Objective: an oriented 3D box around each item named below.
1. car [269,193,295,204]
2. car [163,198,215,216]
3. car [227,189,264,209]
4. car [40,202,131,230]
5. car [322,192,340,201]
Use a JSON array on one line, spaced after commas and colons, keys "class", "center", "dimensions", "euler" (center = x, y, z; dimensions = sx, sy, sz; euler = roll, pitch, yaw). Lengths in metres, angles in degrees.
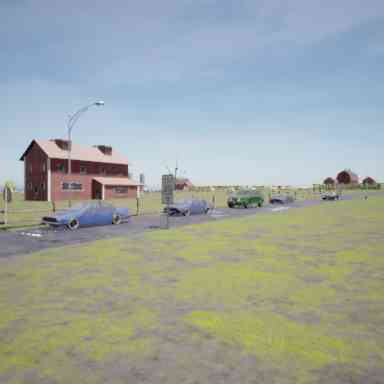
[{"class": "car", "center": [12.315, 0.862, 45.031], "dimensions": [2.033, 1.411, 5.357], "euler": [1, 1, 37]}, {"class": "car", "center": [-0.111, 1.177, 28.102], "dimensions": [2.033, 1.411, 5.357], "euler": [1, 1, 36]}, {"class": "car", "center": [5.996, 0.696, 36.443], "dimensions": [2.150, 2.045, 5.566], "euler": [1, 1, 36]}, {"class": "car", "center": [-6.121, 1.325, 19.930], "dimensions": [2.033, 1.411, 5.357], "euler": [1, 1, 38]}, {"class": "car", "center": [22.878, 0.726, 54.591], "dimensions": [1.895, 1.301, 4.718], "euler": [1, 1, 36]}]
